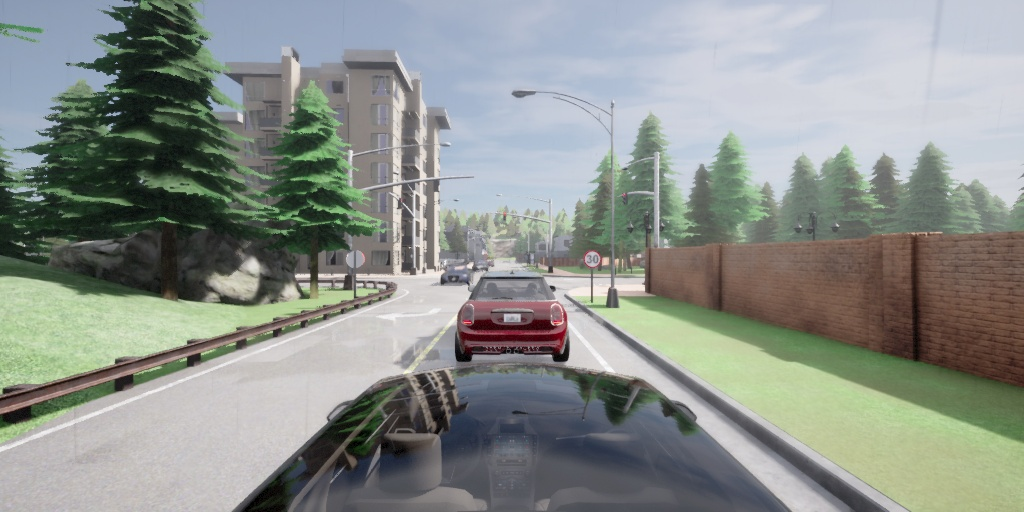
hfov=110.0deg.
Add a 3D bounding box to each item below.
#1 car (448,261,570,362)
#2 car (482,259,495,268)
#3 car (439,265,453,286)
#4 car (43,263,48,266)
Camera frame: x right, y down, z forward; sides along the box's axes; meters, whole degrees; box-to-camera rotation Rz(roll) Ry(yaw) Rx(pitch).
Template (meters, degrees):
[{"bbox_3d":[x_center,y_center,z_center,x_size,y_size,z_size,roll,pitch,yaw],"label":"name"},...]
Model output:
[{"bbox_3d":[0.004,1.102,8.384,2.097,1.767,4.553,0,0,0],"label":"car"},{"bbox_3d":[-4.101,1.314,62.543,1.994,1.385,4.181,0,0,0],"label":"car"},{"bbox_3d":[-3.808,1.314,25.318,1.994,1.385,4.181,0,0,0],"label":"car"},{"bbox_3d":[-30.933,0.987,24.692,5.566,2.045,2.150,0,0,-1],"label":"car"}]
